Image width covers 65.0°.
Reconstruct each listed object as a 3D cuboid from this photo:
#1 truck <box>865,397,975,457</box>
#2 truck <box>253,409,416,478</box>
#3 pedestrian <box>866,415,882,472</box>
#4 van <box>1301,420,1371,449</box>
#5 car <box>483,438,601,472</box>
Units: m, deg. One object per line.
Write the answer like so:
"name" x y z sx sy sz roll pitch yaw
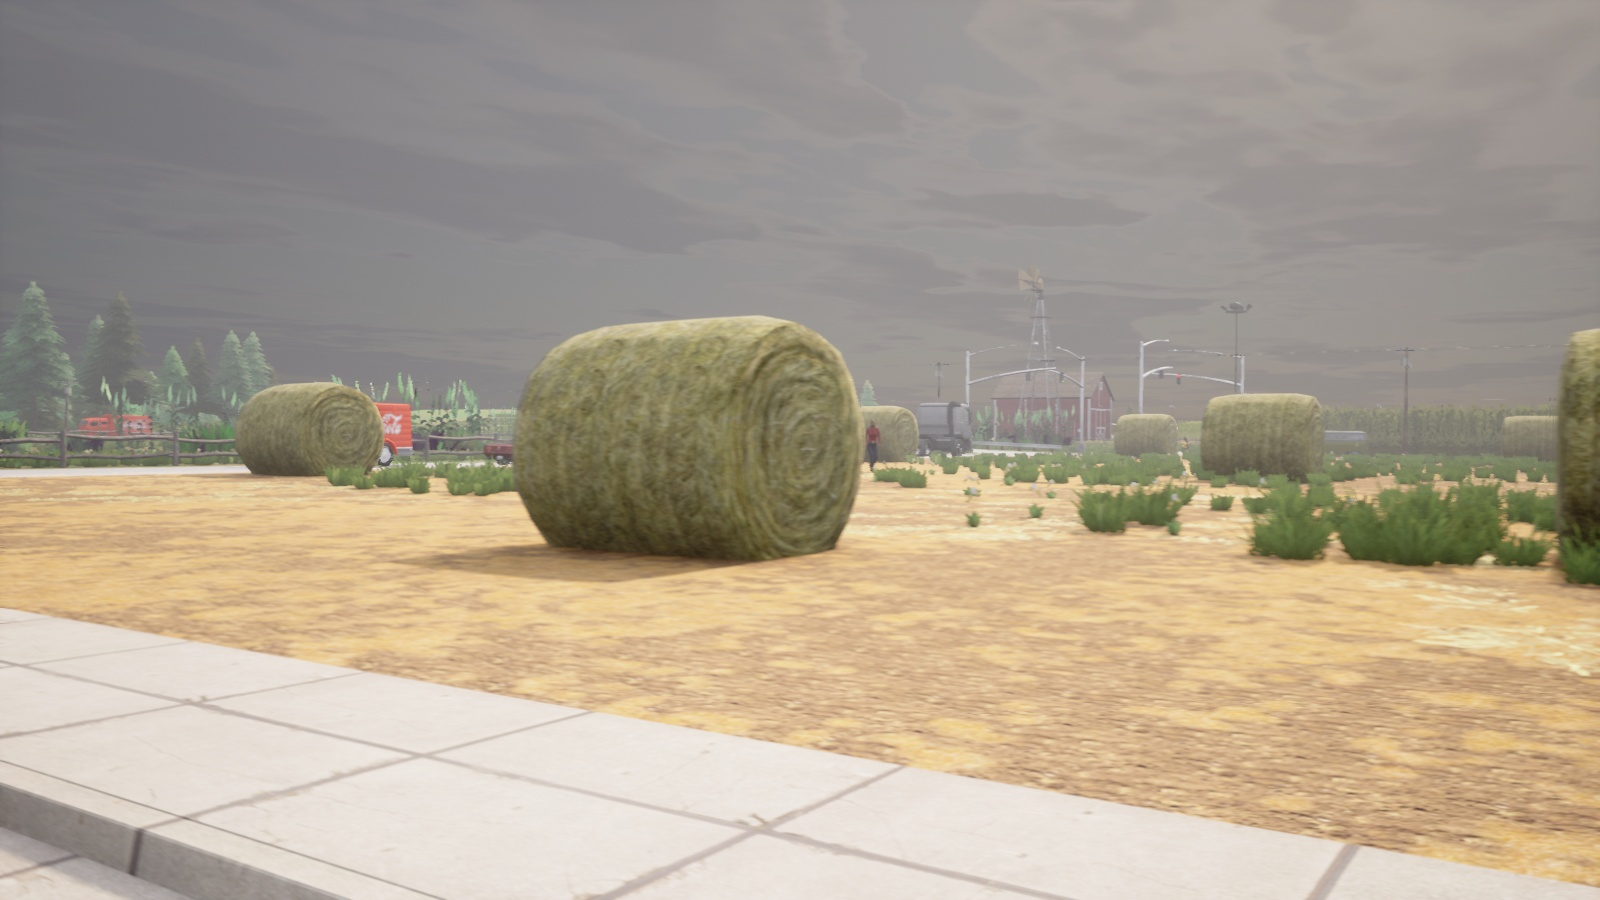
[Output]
"truck" 7.358 -1.389 75.964 2.891 3.462 7.936 0 1 36
"truck" -17.660 -0.284 47.869 2.627 2.467 5.204 0 1 36
"pedestrian" 2.403 -0.226 40.926 0.331 1.846 0.636 -1 1 -13
"van" 38.587 -1.100 90.431 4.442 1.987 1.775 0 1 34
"car" -10.544 0.187 51.635 1.895 1.301 4.718 0 1 36
